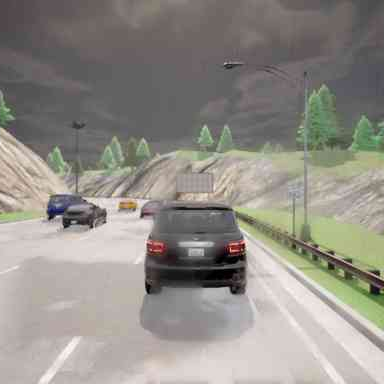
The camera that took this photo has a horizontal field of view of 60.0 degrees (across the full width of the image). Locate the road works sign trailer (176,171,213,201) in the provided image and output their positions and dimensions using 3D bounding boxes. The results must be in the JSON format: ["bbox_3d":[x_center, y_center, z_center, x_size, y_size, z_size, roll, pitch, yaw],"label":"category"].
[{"bbox_3d":[0.186,0.464,21.599,2.380,3.560,2.880,0,0,0],"label":"road works sign trailer"}]

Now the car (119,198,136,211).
[{"bbox_3d":[-7.737,1.477,40.592,1.882,1.535,5.008,0,0,-5],"label":"car"}]

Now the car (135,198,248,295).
[{"bbox_3d":[0.087,1.221,8.884,2.150,2.045,5.566,0,0,0],"label":"car"}]

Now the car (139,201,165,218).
[{"bbox_3d":[-3.543,1.561,30.365,1.994,1.385,4.181,0,0,-2],"label":"car"}]

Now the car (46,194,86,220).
[{"bbox_3d":[-10.505,1.222,28.546,2.150,2.045,5.566,0,0,-1],"label":"car"}]

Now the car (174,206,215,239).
[{"bbox_3d":[0.106,1.558,18.102,1.994,1.385,4.181,0,0,0],"label":"car"}]

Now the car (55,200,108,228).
[{"bbox_3d":[-6.931,1.506,21.896,1.837,1.490,4.892,0,0,0],"label":"car"}]

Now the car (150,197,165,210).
[{"bbox_3d":[-4.635,1.505,44.135,1.837,1.490,4.892,0,0,-7],"label":"car"}]
